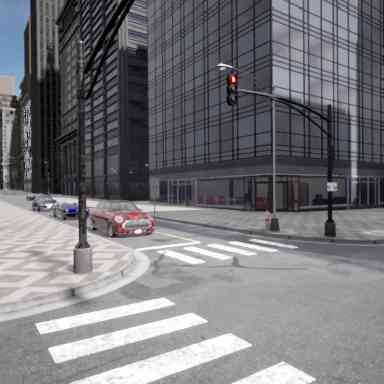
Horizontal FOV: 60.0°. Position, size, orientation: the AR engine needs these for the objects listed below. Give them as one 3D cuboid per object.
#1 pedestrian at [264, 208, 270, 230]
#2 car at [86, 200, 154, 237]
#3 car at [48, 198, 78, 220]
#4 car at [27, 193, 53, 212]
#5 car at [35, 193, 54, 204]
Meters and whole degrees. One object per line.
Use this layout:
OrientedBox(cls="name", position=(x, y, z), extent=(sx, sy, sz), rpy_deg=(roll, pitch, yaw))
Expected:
OrientedBox(cls="pedestrian", position=(3.902, 1.372, 17.255), extent=(0.500, 1.100, 0.500), rpy_deg=(0, 0, -34))
OrientedBox(cls="car", position=(-3.753, 1.235, 17.420), extent=(2.097, 1.767, 4.553), rpy_deg=(-1, 1, -34))
OrientedBox(cls="car", position=(-9.583, 1.388, 26.075), extent=(1.895, 1.301, 4.718), rpy_deg=(-1, 1, -34))
OrientedBox(cls="car", position=(-15.387, 1.177, 34.678), extent=(2.128, 1.511, 4.902), rpy_deg=(-1, 1, -34))
OrientedBox(cls="car", position=(-22.871, 0.949, 51.438), extent=(1.837, 1.490, 4.892), rpy_deg=(-1, 1, -34))
